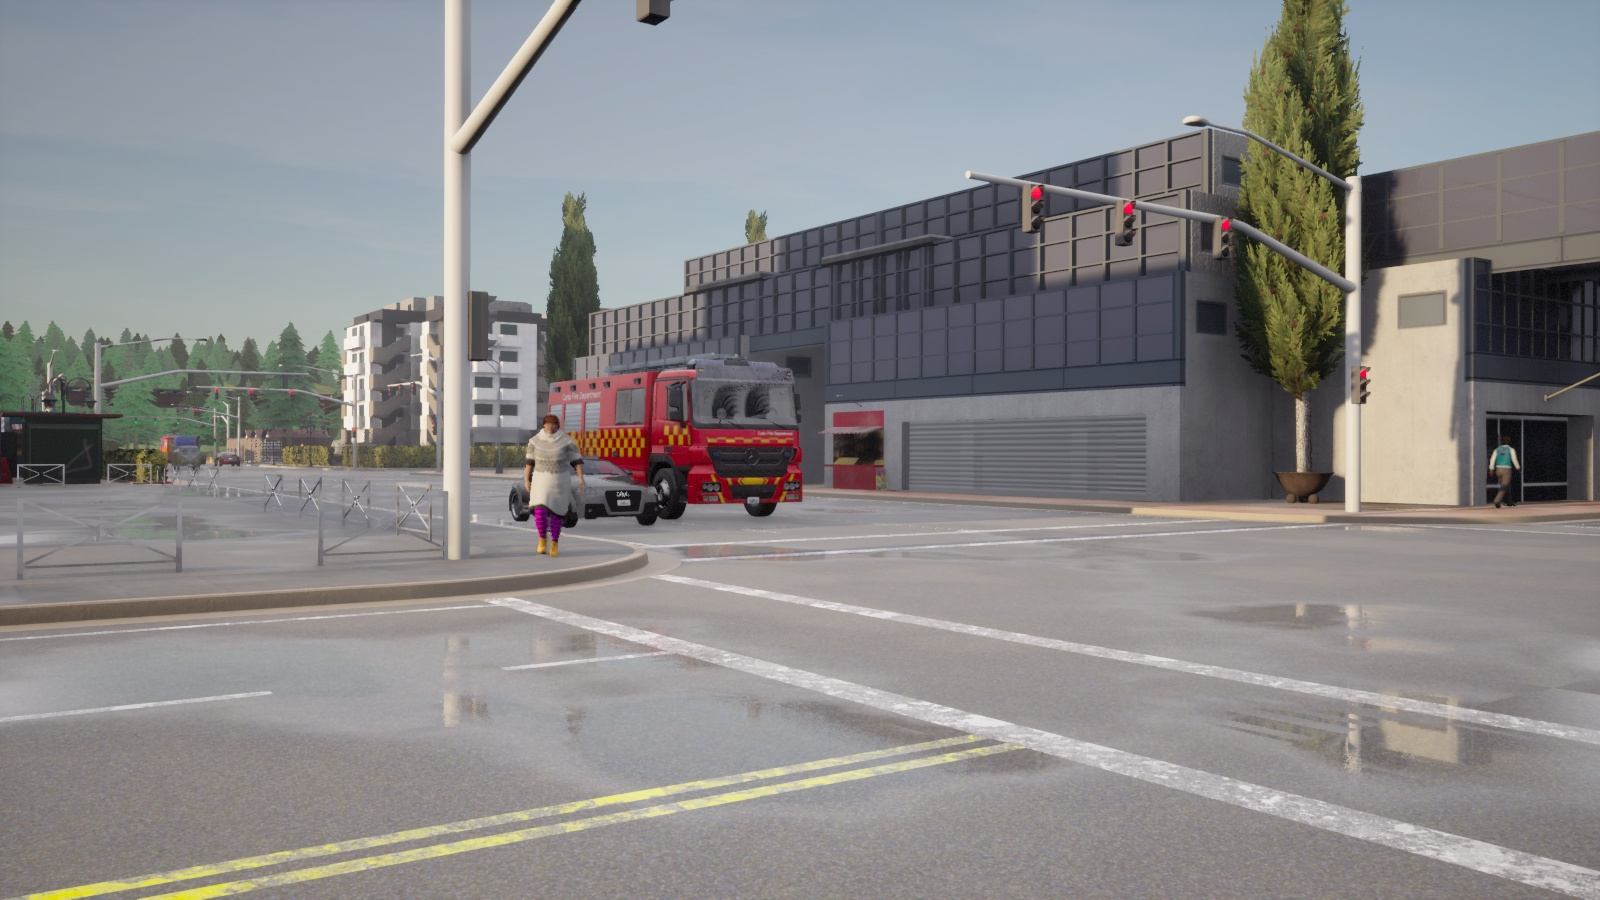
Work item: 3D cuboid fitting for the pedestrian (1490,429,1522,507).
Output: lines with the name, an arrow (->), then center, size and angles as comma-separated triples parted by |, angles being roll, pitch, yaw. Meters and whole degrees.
pedestrian -> 17.495, 0.442, 31.098 | 0.692, 1.930, 0.396 | 0, 0, -31

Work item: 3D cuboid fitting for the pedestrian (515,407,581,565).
pedestrian -> -3.202, 0.449, 16.014 | 0.659, 1.952, 0.873 | 0, 0, 1

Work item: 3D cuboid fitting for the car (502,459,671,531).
car -> -4.588, 0.883, 26.522 | 1.994, 1.385, 4.181 | 0, 0, -34

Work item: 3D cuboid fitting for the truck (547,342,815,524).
truck -> -3.203, -0.338, 30.756 | 2.891, 3.827, 8.468 | 0, 0, -33
